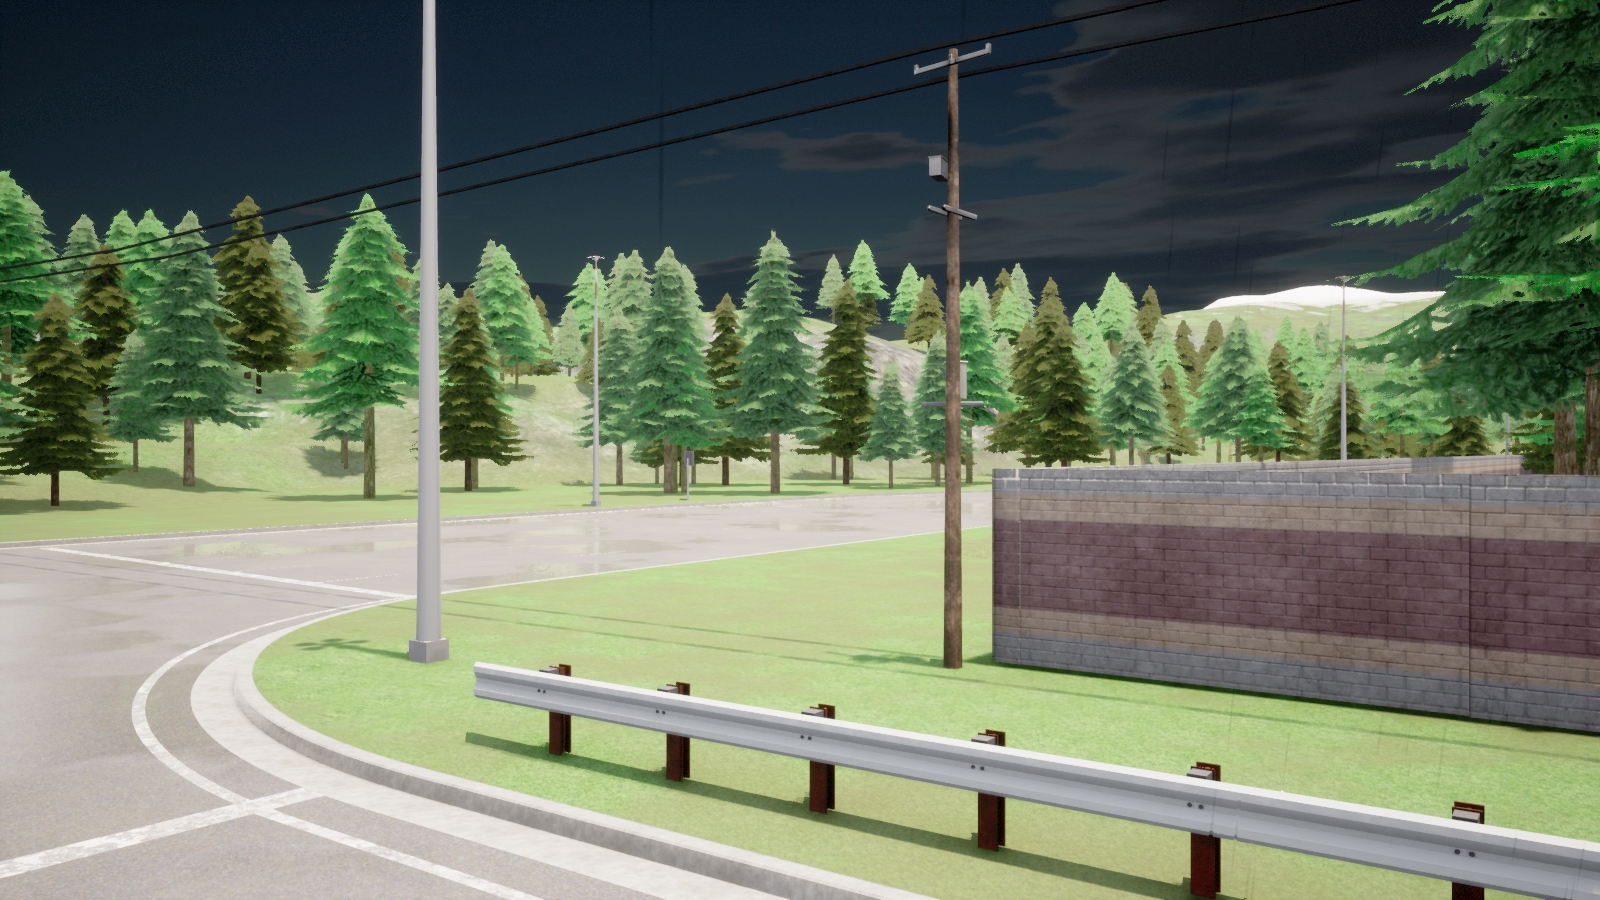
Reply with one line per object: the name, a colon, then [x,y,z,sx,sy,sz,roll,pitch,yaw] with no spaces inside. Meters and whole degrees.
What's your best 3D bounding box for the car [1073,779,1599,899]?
car: [3.010,1.982,1.681,5.238,1.638,2.097,0,0,35]
